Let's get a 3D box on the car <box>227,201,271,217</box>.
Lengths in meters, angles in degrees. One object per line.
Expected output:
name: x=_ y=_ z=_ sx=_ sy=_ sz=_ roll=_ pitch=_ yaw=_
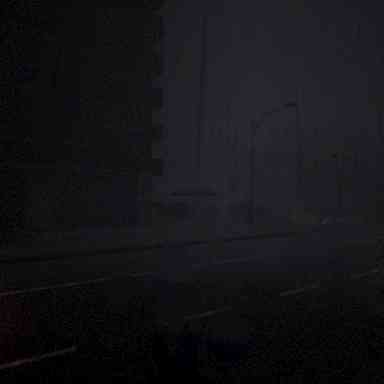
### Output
car: x=5.688 y=1.708 z=33.537 sx=2.128 sy=1.511 sz=4.902 roll=1 pitch=0 yaw=-38

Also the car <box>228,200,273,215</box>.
car: x=6.637 y=1.748 z=38.176 sx=2.128 sy=1.511 sz=4.902 roll=1 pitch=0 yaw=-36

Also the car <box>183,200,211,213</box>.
car: x=-0.002 y=1.764 z=41.455 sx=2.033 sy=1.411 sz=5.357 roll=1 pitch=0 yaw=-37

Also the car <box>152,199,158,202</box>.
car: x=-8.050 y=1.418 z=49.214 sx=5.566 sy=2.045 sz=2.150 roll=0 pitch=-1 yaw=31

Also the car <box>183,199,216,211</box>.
car: x=1.010 y=1.779 z=45.509 sx=1.812 sy=1.442 sz=4.674 roll=1 pitch=0 yaw=-41

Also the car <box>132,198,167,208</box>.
car: x=-6.778 y=1.776 z=52.501 sx=5.357 sy=1.411 sz=2.033 roll=0 pitch=0 yaw=29
